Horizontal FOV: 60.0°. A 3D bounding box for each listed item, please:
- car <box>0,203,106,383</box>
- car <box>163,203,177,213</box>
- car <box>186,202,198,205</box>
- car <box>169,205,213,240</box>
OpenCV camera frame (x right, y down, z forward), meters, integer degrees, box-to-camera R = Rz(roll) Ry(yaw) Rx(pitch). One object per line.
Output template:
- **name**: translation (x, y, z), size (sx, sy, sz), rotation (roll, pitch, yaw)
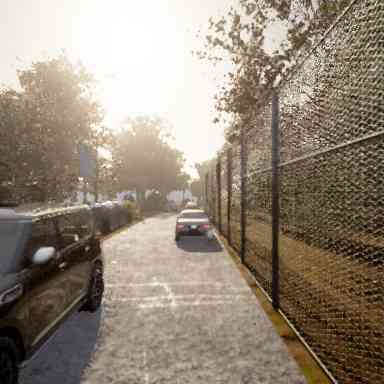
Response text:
- **car**: translation (-2.859, 1.227, 4.780), size (2.150, 2.045, 5.566), rotation (0, 0, 0)
- **car**: translation (-2.902, 2.141, 45.523), size (1.895, 1.301, 4.718), rotation (0, -1, 1)
- **car**: translation (0.008, 1.926, 39.071), size (1.812, 1.442, 4.674), rotation (0, -1, 0)
- **car**: translation (0.078, 1.632, 17.424), size (2.033, 1.411, 5.357), rotation (0, -1, 0)
